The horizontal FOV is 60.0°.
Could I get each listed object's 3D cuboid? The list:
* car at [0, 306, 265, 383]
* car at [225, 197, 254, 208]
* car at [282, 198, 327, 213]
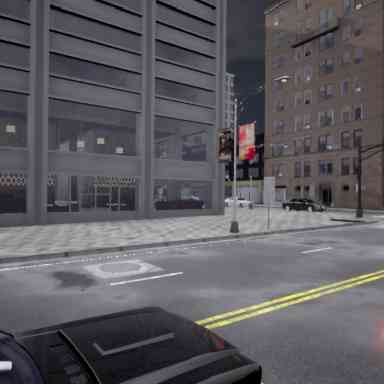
[{"bbox_3d":[-1.674,1.601,2.197,4.718,1.301,1.895,0,0,-35],"label":"car"},{"bbox_3d":[6.072,1.380,43.931,1.812,1.442,4.674,1,0,-35],"label":"car"},{"bbox_3d":[11.935,1.402,35.605,1.837,1.490,4.892,1,0,-35],"label":"car"}]
